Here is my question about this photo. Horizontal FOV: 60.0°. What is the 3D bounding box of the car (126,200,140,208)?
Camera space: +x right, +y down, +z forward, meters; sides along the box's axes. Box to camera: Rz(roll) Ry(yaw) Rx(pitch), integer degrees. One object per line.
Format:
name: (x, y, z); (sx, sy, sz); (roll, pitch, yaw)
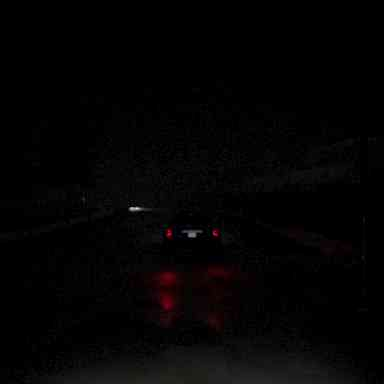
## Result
car: (-11.241, 2.180, 63.231); (2.128, 1.511, 4.902); (0, -1, -22)

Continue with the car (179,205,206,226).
car: (-0.032, 1.847, 27.451); (2.033, 1.411, 5.357); (0, -1, -1)

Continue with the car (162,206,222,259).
car: (0.019, 1.497, 13.346); (2.097, 1.767, 4.553); (0, -1, 0)
